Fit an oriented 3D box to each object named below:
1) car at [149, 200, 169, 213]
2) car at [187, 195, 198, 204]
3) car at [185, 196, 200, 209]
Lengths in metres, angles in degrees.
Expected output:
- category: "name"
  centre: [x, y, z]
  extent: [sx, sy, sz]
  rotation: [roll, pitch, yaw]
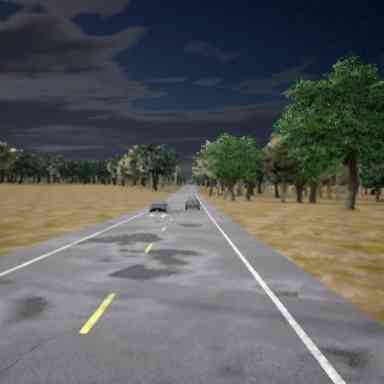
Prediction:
- category: "car"
  centre: [-3.609, 1.584, 37.200]
  extent: [2.033, 1.411, 5.357]
  rotation: [0, 0, 0]
- category: "car"
  centre: [0.074, 1.418, 63.386]
  extent: [2.033, 1.411, 5.357]
  rotation: [0, 0, 0]
- category: "car"
  centre: [0.084, 1.497, 44.301]
  extent: [2.128, 1.511, 4.902]
  rotation: [0, 0, 0]
